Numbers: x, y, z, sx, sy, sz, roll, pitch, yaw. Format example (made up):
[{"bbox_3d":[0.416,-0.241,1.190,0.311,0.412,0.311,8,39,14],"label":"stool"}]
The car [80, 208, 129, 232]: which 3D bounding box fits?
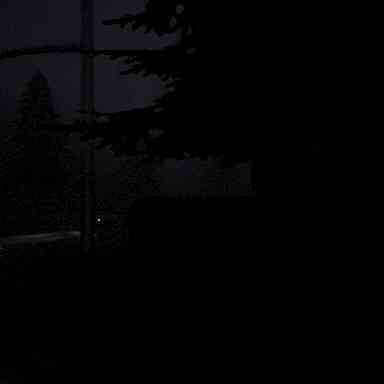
[{"bbox_3d":[-4.665,1.676,21.145,1.895,1.301,4.718,0,0,36],"label":"car"}]
